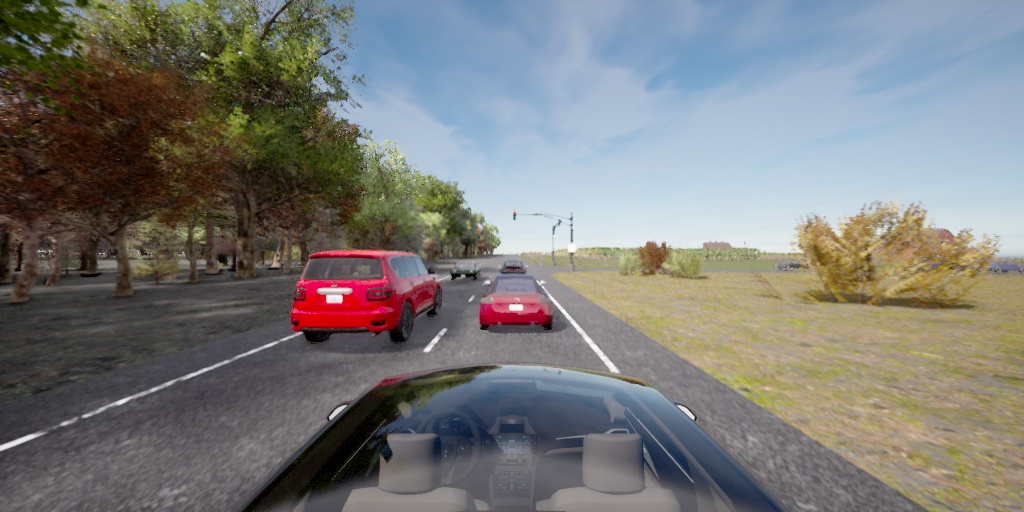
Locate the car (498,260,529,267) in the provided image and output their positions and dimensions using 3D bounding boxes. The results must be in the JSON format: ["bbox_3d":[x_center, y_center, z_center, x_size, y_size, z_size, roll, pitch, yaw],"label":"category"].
[{"bbox_3d":[0.109,1.004,24.732,1.837,1.490,4.892,0,0,0],"label":"car"}]

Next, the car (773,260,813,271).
[{"bbox_3d":[37.060,1.202,47.012,4.902,1.511,2.128,1,0,1],"label":"car"}]

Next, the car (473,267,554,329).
[{"bbox_3d":[0.102,1.215,10.840,1.994,1.385,4.181,0,1,0],"label":"car"}]

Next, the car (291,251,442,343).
[{"bbox_3d":[-3.398,0.886,9.538,2.150,2.045,5.566,0,1,0],"label":"car"}]

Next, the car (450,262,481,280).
[{"bbox_3d":[-3.384,1.075,27.105,1.895,1.301,4.718,0,1,0],"label":"car"}]
